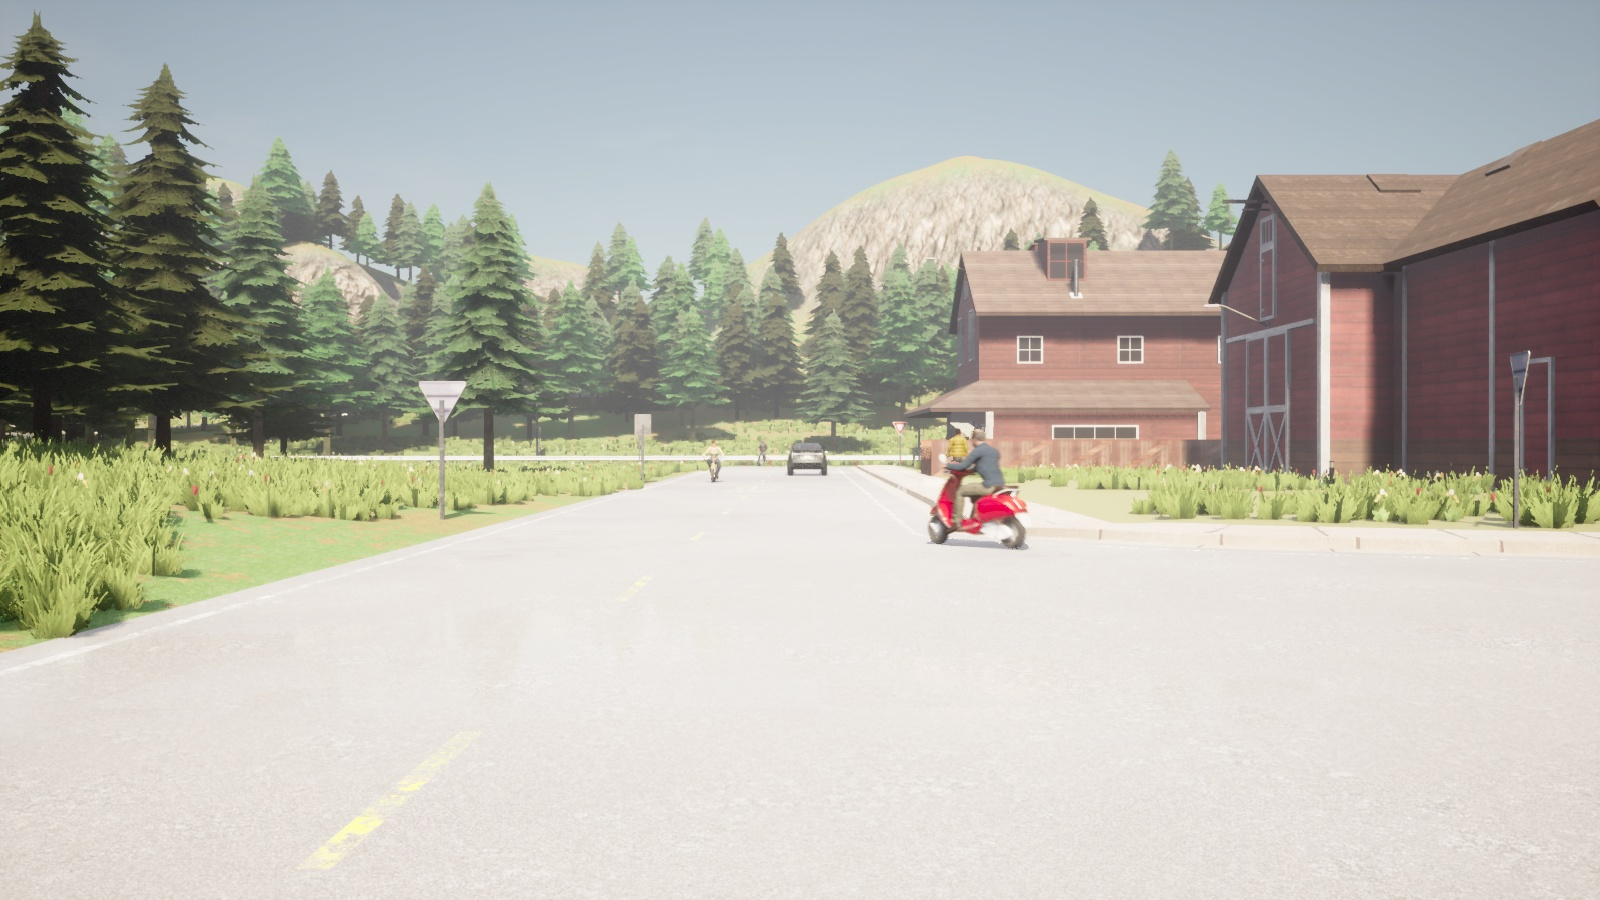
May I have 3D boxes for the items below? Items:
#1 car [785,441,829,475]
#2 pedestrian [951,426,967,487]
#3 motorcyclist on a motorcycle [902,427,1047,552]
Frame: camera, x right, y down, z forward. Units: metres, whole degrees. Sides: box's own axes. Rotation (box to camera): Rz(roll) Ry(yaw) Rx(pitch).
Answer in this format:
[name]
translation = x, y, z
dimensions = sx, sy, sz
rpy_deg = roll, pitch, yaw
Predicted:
[car]
translation = 0.343, 0.360, 59.117
dimensions = 2.007, 1.525, 4.514
rpy_deg = 0, 0, 0
[pedestrian]
translation = 4.852, 0.189, 38.342
dimensions = 0.431, 1.840, 0.709
rpy_deg = 0, 0, 3
[motorcyclist on a motorcycle]
translation = 2.337, 0.524, 17.003
dimensions = 0.866, 1.590, 1.817
rpy_deg = 2, -2, -41
